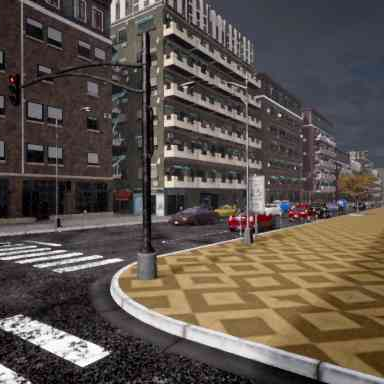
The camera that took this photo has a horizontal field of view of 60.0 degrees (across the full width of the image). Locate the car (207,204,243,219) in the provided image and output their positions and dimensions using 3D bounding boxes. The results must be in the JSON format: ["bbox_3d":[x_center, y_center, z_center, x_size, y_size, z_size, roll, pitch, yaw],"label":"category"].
[{"bbox_3d":[3.635,2.091,36.096,1.752,1.417,4.829,-2,-2,35],"label":"car"}]

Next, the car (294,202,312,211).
[{"bbox_3d":[19.884,2.554,59.409,1.887,1.381,4.507,-2,-2,35],"label":"car"}]

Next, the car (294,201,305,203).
[{"bbox_3d":[16.652,2.361,54.777,1.967,1.590,4.097,-2,-2,35],"label":"car"}]

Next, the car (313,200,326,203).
[{"bbox_3d":[17.621,2.267,46.077,1.837,1.490,4.892,-1,-1,35],"label":"car"}]

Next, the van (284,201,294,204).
[{"bbox_3d":[13.421,2.174,50.145,1.690,1.788,3.998,-2,-2,35],"label":"van"}]

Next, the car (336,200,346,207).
[{"bbox_3d":[39.166,2.883,87.162,1.690,1.788,3.998,-2,-2,35],"label":"car"}]

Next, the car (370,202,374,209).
[{"bbox_3d":[36.397,2.745,68.563,2.008,1.369,4.403,-2,-2,35],"label":"car"}]

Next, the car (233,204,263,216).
[{"bbox_3d":[6.963,2.222,40.870,1.947,1.339,4.313,-2,-2,35],"label":"car"}]

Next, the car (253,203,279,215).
[{"bbox_3d":[10.192,2.289,45.505,1.887,1.381,4.507,-2,-2,35],"label":"car"}]

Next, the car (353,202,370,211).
[{"bbox_3d":[29.937,2.583,59.293,1.947,1.339,4.313,-2,-2,35],"label":"car"}]

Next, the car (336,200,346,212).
[{"bbox_3d":[23.425,2.468,54.417,2.033,1.411,5.357,-1,-1,36],"label":"car"}]

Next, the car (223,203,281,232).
[{"bbox_3d":[4.093,1.751,22.219,1.967,1.590,4.097,-2,-2,35],"label":"car"}]

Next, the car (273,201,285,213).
[{"bbox_3d":[9.025,2.155,39.284,1.812,1.442,4.674,-1,-1,35],"label":"car"}]

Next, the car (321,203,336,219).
[{"bbox_3d":[13.786,2.141,36.120,1.947,1.339,4.313,-2,-2,35],"label":"car"}]

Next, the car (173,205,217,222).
[{"bbox_3d":[0.404,2.002,31.462,1.752,1.417,4.829,-2,-2,35],"label":"car"}]

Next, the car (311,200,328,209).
[{"bbox_3d":[26.342,2.501,68.685,2.192,1.841,5.009,-2,-2,35],"label":"car"}]

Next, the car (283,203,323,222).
[{"bbox_3d":[10.555,2.032,31.486,1.887,1.381,4.507,-2,-2,35],"label":"car"}]

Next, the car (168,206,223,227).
[{"bbox_3d":[0.340,1.940,26.874,2.033,1.411,5.357,-1,-1,35],"label":"car"}]
